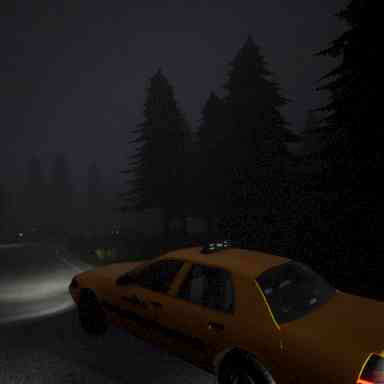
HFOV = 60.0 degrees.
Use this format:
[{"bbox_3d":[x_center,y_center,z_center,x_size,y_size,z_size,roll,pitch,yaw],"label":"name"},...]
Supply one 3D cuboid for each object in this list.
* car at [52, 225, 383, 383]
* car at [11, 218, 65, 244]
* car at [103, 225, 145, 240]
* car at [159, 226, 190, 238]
[{"bbox_3d":[0.133,1.441,4.744,5.366,1.575,1.801,0,1,43],"label":"car"},{"bbox_3d":[-12.735,3.226,28.144,2.150,2.045,5.566,-4,-7,7],"label":"car"},{"bbox_3d":[-7.429,4.510,36.965,2.033,1.411,5.357,-4,-8,20],"label":"car"},{"bbox_3d":[-2.306,5.543,46.271,1.882,1.535,5.008,-5,-8,30],"label":"car"}]
